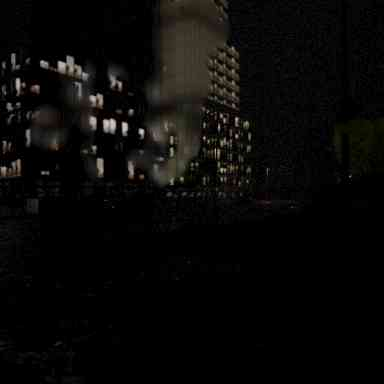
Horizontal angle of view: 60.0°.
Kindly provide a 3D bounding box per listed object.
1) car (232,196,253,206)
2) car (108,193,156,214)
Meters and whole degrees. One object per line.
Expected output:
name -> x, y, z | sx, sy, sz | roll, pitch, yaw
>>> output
car -> 8.263, 1.494, 54.175 | 1.837, 1.490, 4.892 | -1, -1, 37
car -> -6.190, 1.180, 35.158 | 2.150, 2.045, 5.566 | -1, 0, 37
